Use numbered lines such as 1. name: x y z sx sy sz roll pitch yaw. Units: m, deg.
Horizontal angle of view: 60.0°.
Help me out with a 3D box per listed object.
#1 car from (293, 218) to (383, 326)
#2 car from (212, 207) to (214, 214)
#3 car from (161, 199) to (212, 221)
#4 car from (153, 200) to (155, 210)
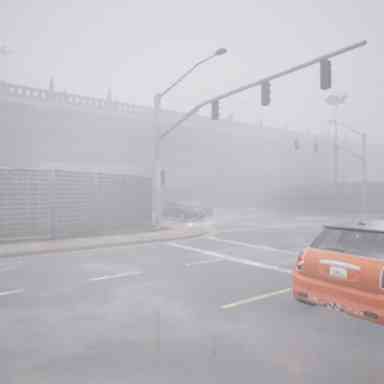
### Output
1. car: 4.146 1.336 6.717 4.553 1.767 2.097 0 0 -35
2. car: 0.069 1.487 32.225 1.882 1.535 5.008 0 0 -36
3. car: -0.806 1.523 27.438 1.837 1.490 4.892 0 0 -36
4. car: -5.508 1.487 40.011 1.882 1.535 5.008 0 0 -36
